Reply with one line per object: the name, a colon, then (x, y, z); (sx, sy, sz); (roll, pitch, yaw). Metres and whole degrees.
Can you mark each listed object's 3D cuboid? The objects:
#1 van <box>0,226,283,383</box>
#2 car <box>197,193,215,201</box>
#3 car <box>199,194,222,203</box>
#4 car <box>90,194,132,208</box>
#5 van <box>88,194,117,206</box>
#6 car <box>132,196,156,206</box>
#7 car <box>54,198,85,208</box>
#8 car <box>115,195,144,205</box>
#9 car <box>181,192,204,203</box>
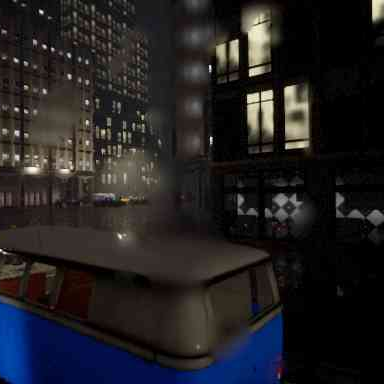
van: (-1.037, 1.344, 3.630); (3.998, 1.788, 1.690); (0, -1, 36)
car: (3.146, 1.051, 73.245); (1.967, 1.590, 4.097); (0, 0, 36)
car: (3.261, 1.129, 59.219); (2.008, 1.369, 4.403); (-1, 0, 36)
car: (-10.063, 1.295, 41.024); (1.887, 1.381, 4.507); (-1, 0, 36)
van: (-13.517, 1.171, 50.492); (1.690, 1.788, 3.998); (0, 0, 36)
car: (-6.732, 1.259, 45.573); (2.008, 1.369, 4.403); (-1, 0, 36)
car: (-16.848, 1.439, 45.942); (1.947, 1.339, 4.313); (-1, 0, 36)
car: (-10.284, 1.314, 54.906); (1.752, 1.417, 4.829); (0, 0, 36)
car: (-0.072, 0.937, 54.670); (2.192, 1.841, 5.009); (-1, 0, 36)
